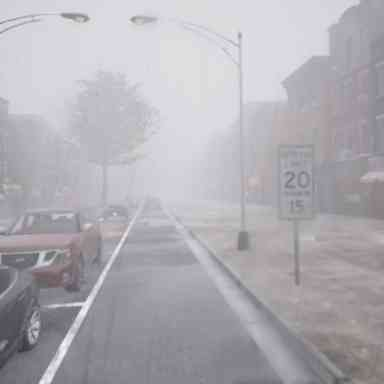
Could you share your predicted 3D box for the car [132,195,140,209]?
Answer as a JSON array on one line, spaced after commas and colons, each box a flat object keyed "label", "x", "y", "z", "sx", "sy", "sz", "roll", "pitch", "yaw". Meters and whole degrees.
[{"label": "car", "x": -7.784, "y": 1.280, "z": 41.836, "sx": 1.967, "sy": 1.590, "sz": 4.097, "roll": -2, "pitch": 0, "yaw": -7}]

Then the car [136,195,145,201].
[{"label": "car", "x": -13.282, "y": 1.418, "z": 85.762, "sx": 2.008, "sy": 1.369, "sz": 4.403, "roll": -2, "pitch": 0, "yaw": -7}]

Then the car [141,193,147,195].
[{"label": "car", "x": -5.756, "y": 1.273, "z": 47.145, "sx": 2.128, "sy": 1.511, "sz": 4.902, "roll": -1, "pitch": 0, "yaw": -7}]

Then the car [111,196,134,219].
[{"label": "car", "x": -6.050, "y": 1.388, "z": 27.178, "sx": 1.837, "sy": 1.490, "sz": 4.892, "roll": -1, "pitch": 0, "yaw": -7}]

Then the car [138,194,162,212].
[{"label": "car", "x": -4.256, "y": 1.287, "z": 35.402, "sx": 2.128, "sy": 1.511, "sz": 4.902, "roll": -1, "pitch": 0, "yaw": -7}]

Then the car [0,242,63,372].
[{"label": "car", "x": -2.969, "y": 1.595, "z": 3.422, "sx": 1.947, "sy": 1.339, "sz": 4.313, "roll": -2, "pitch": 0, "yaw": -7}]

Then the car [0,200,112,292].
[{"label": "car", "x": -3.654, "y": 1.307, "z": 8.898, "sx": 2.192, "sy": 1.841, "sz": 5.009, "roll": -2, "pitch": 1, "yaw": -7}]

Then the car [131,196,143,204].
[{"label": "car", "x": -10.533, "y": 1.415, "z": 63.793, "sx": 2.008, "sy": 1.369, "sz": 4.403, "roll": -2, "pitch": 0, "yaw": -7}]

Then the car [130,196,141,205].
[{"label": "car", "x": -9.845, "y": 1.435, "z": 58.303, "sx": 1.802, "sy": 1.307, "sz": 4.206, "roll": -2, "pitch": 0, "yaw": -7}]
